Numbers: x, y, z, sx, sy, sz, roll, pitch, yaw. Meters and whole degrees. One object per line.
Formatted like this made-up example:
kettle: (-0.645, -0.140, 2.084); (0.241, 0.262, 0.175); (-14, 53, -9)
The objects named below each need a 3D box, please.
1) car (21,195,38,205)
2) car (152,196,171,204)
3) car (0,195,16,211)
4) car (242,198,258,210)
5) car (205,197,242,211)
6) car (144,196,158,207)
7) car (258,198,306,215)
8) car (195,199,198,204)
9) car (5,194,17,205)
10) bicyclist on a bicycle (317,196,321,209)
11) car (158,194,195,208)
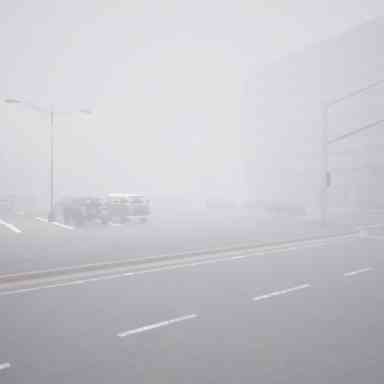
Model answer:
car: (-27.173, 1.209, 55.422); (1.932, 1.855, 4.605); (0, 0, -35)
car: (-6.372, 1.619, 68.531); (1.994, 1.385, 4.181); (0, 0, -35)
car: (-21.703, 1.451, 37.968); (1.970, 1.475, 3.806); (0, 0, -35)
car: (8.243, 1.533, 42.123); (1.882, 1.535, 5.008); (0, 0, -35)
car: (3.650, 1.407, 42.202); (2.097, 1.767, 4.553); (0, 0, -35)
car: (-6.473, 1.547, 62.771); (2.128, 1.511, 4.902); (0, 0, -35)
car: (9.406, 1.581, 34.141); (1.812, 1.442, 4.674); (0, 0, -36)
car: (-0.972, 1.603, 61.035); (2.033, 1.411, 5.357); (0, 0, -35)
car: (-29.569, 1.212, 53.797); (1.905, 1.878, 3.866); (0, 0, -35)
bicyclist on a bicycle: (16.620, 1.356, 42.913); (1.656, 1.620, 0.582); (0, 0, -35)
car: (-2.445, 1.277, 50.781); (2.150, 2.045, 5.566); (0, 0, -36)
